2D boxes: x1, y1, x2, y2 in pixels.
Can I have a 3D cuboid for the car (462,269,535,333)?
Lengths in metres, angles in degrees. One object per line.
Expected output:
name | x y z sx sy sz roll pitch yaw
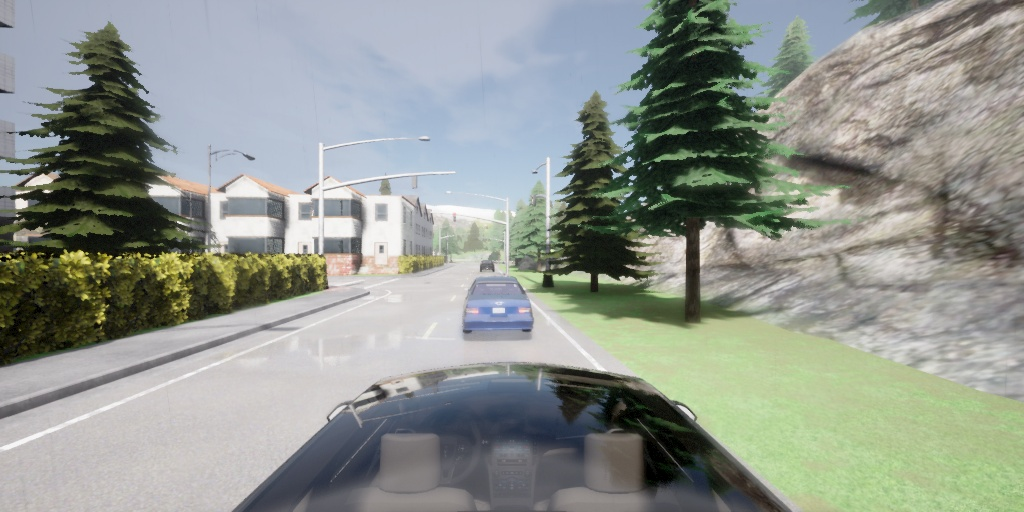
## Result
car | -0.481 1.297 10.737 2.033 1.411 5.357 0 0 -4

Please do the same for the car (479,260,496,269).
car | -3.182 1.255 45.969 1.837 1.490 4.892 0 0 -4
